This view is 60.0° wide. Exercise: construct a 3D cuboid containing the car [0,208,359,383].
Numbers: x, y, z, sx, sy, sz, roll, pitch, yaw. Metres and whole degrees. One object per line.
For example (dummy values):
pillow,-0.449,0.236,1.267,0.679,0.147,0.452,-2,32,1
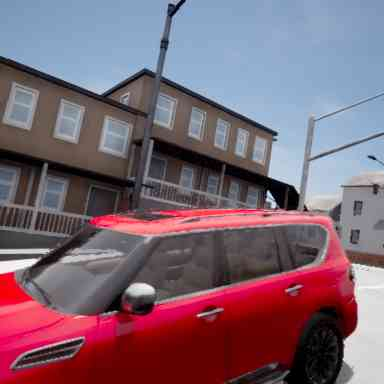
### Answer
car,-0.360,1.235,3.742,5.566,2.045,2.150,1,-1,-36
